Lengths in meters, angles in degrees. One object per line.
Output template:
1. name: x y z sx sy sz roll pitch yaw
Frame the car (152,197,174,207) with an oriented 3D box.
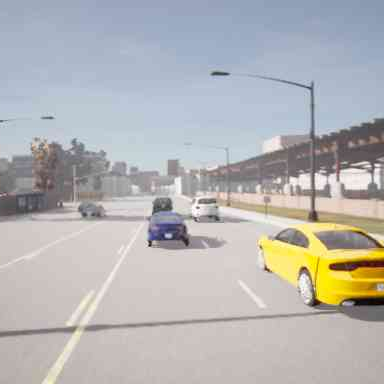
1. car: -3.192 1.588 36.503 2.150 2.045 5.566 -1 -1 -6

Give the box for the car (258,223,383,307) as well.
1. car: 3.062 1.499 8.126 1.882 1.535 5.008 -1 -1 -5

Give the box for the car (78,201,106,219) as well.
1. car: -10.258 1.958 34.935 2.128 1.511 4.902 -1 -1 -6

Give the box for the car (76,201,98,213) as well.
1. car: -15.012 2.082 47.839 1.882 1.535 5.008 -1 0 -5

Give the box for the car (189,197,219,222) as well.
1. car: 1.010 1.464 29.539 2.150 2.045 5.566 -1 -1 -6

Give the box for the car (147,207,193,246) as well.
1. car: -1.199 1.687 16.181 1.812 1.442 4.674 -1 -1 -6
